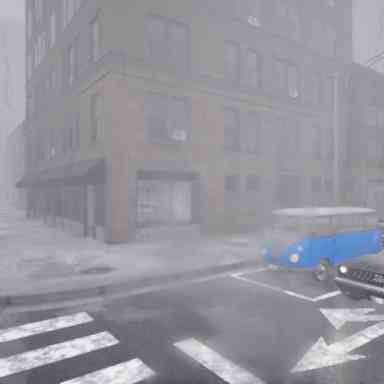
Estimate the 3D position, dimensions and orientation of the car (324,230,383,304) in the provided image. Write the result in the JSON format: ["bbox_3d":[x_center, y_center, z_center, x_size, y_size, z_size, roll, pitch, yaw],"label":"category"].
[{"bbox_3d":[5.142,1.595,7.050,4.718,1.301,1.895,0,0,-33],"label":"car"}]

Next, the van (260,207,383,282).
[{"bbox_3d":[3.711,1.336,9.418,3.998,1.788,1.690,0,0,-36],"label":"van"}]
